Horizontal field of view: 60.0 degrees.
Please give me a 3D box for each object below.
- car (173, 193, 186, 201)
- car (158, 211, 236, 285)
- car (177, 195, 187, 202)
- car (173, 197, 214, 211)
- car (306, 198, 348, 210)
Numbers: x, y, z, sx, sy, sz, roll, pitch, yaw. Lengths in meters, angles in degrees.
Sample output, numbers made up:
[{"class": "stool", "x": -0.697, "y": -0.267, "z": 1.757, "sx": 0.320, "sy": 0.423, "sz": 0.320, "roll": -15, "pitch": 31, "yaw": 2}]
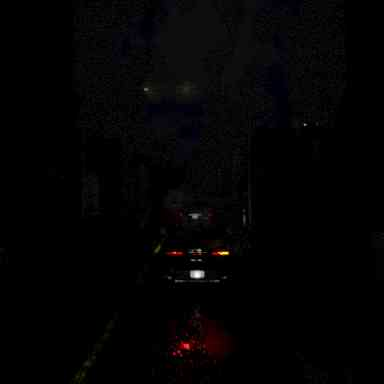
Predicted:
[{"class": "car", "x": -2.380, "y": 1.467, "z": 59.799, "sx": 2.128, "sy": 1.511, "sz": 4.902, "roll": 0, "pitch": 0, "yaw": 1}, {"class": "car", "x": 0.117, "y": 1.513, "z": 9.530, "sx": 1.837, "sy": 1.490, "sz": 4.892, "roll": 0, "pitch": 0, "yaw": 0}, {"class": "car", "x": -2.305, "y": 1.502, "z": 75.228, "sx": 2.033, "sy": 1.411, "sz": 5.357, "roll": 0, "pitch": 0, "yaw": 0}, {"class": "car", "x": 0.217, "y": 1.361, "z": 19.851, "sx": 2.097, "sy": 1.767, "sz": 4.553, "roll": 0, "pitch": 0, "yaw": 1}, {"class": "car", "x": 16.584, "y": 1.441, "z": 40.007, "sx": 5.357, "sy": 1.411, "sz": 2.033, "roll": -1, "pitch": -1, "yaw": 0}]
